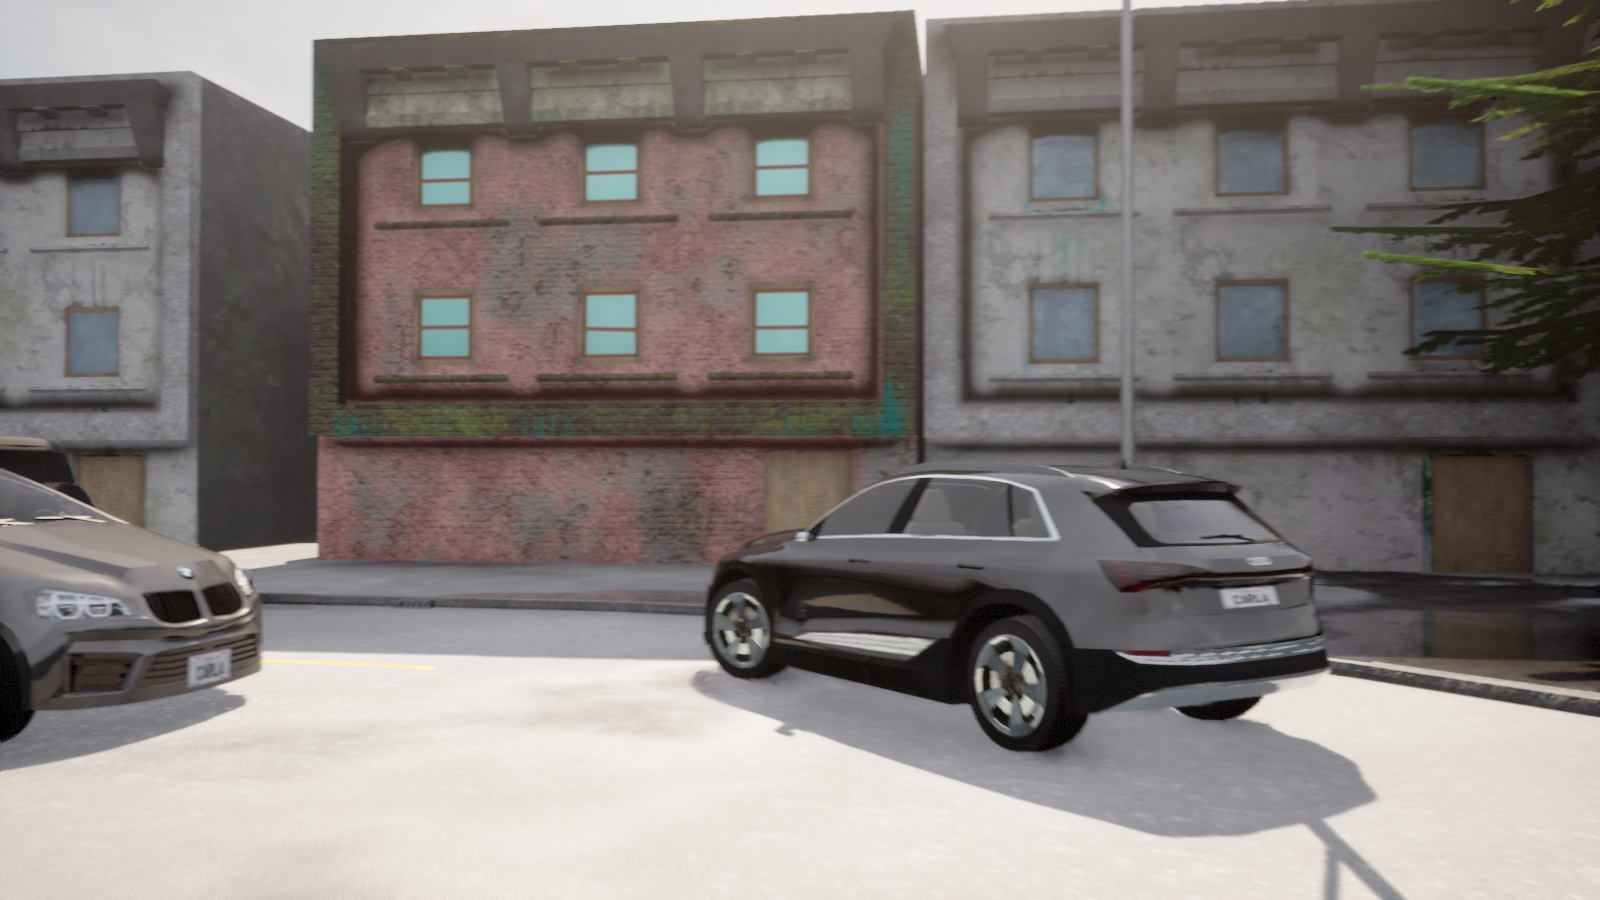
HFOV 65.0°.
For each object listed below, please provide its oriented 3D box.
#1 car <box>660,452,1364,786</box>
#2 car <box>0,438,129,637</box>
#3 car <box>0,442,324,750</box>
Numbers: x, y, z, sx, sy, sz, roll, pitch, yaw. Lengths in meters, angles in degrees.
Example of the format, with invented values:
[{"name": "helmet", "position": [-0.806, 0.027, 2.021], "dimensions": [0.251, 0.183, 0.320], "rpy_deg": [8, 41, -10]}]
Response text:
[{"name": "car", "position": [1.084, 0.886, 8.788], "dimensions": [2.033, 1.649, 4.856], "rpy_deg": [1, -1, -35]}, {"name": "car", "position": [-9.343, 0.877, 12.967], "dimensions": [3.866, 1.878, 1.905], "rpy_deg": [-1, -1, 8]}, {"name": "car", "position": [-5.890, 0.832, 8.345], "dimensions": [4.611, 1.667, 2.242], "rpy_deg": [0, -1, 11]}]
